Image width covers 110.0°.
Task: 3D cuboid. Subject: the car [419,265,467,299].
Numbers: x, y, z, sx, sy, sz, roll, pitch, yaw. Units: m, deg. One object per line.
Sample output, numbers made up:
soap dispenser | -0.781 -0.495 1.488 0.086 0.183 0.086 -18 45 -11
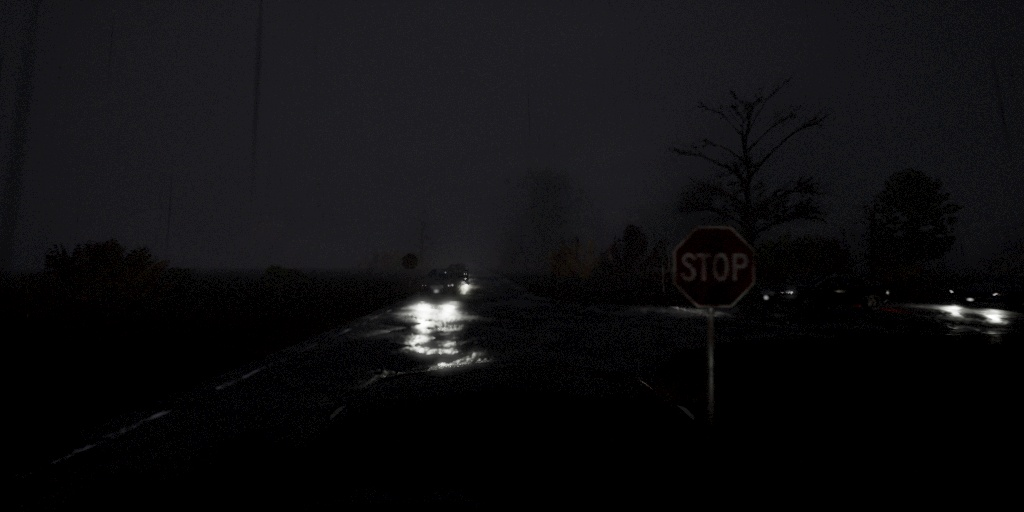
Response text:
car | -3.829 1.463 19.779 2.128 1.511 4.902 0 -1 -4

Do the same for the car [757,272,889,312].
car | 12.742 1.430 14.833 4.902 1.511 2.128 0 -1 -6

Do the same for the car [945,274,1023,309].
car | 22.587 1.515 15.936 5.357 1.411 2.033 0 -1 -7

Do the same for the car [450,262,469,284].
car | -4.837 1.465 31.470 2.097 1.767 4.553 0 -1 -6
